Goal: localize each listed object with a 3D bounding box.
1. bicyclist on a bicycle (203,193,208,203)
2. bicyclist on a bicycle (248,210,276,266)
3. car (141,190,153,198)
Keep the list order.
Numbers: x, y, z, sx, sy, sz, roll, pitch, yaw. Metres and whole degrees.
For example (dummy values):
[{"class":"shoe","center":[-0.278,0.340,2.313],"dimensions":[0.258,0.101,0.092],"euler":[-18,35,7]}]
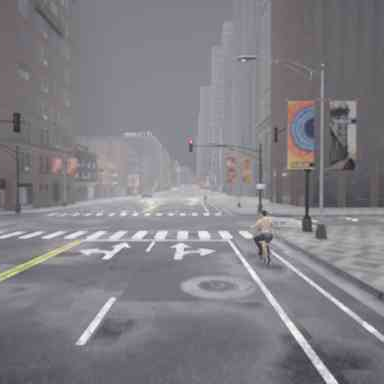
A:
[{"class":"bicyclist on a bicycle","center":[2.195,1.036,54.374],"dimensions":[0.866,1.612,1.509],"euler":[0,0,0]},{"class":"bicyclist on a bicycle","center":[2.191,1.354,10.183],"dimensions":[0.866,1.612,1.509],"euler":[0,0,0]},{"class":"car","center":[-9.745,0.434,72.144],"dimensions":[2.097,1.767,4.553],"euler":[0,0,0]}]
